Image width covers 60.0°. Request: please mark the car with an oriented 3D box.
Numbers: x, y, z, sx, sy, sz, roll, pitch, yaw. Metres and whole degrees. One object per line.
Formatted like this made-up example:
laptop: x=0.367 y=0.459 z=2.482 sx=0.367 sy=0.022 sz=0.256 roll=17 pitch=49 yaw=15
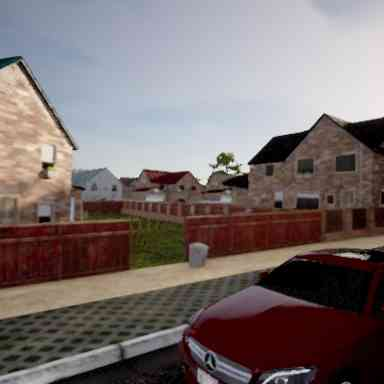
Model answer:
car: x=2.027 y=1.564 z=4.536 sx=4.674 sy=1.442 sz=1.812 roll=1 pitch=-1 yaw=-36
